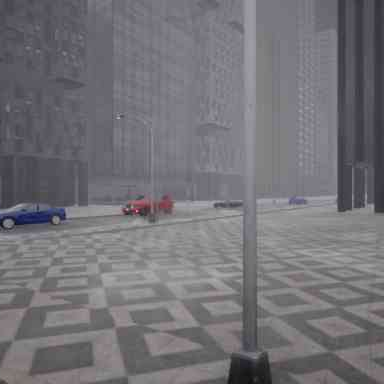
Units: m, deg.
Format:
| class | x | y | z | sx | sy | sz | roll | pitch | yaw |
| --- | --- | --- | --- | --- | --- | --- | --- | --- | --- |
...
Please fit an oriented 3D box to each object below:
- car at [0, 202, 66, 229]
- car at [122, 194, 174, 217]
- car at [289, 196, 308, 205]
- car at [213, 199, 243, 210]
| class | x | y | z | sx | sy | sz | roll | pitch | yaw |
| --- | --- | --- | --- | --- | --- | --- | --- | --- | --- |
| car | -10.745 | 1.458 | 21.743 | 1.882 | 1.535 | 5.008 | 0 | 0 | 36 |
| car | -3.961 | 1.188 | 31.020 | 2.150 | 2.045 | 5.566 | 0 | 0 | 36 |
| car | 17.618 | 1.401 | 55.102 | 1.882 | 1.535 | 5.008 | 0 | 0 | 36 |
| car | 4.619 | 1.547 | 42.710 | 1.895 | 1.301 | 4.718 | 0 | 0 | 36 |
